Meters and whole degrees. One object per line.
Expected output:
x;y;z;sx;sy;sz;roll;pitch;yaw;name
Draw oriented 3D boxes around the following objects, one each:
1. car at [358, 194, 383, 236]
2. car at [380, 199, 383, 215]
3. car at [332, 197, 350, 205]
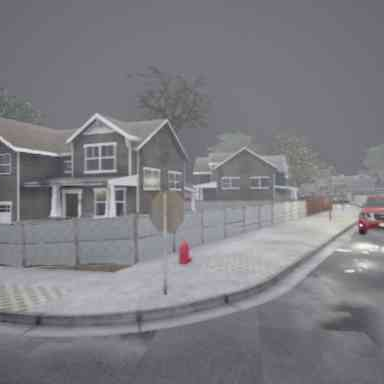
10.218;1.131;17.601;2.150;2.045;5.566;-1;0;32;car
19.598;1.417;32.665;1.994;1.385;4.181;-1;0;29;car
25.227;1.561;56.615;1.895;1.301;4.718;-1;-1;9;car
